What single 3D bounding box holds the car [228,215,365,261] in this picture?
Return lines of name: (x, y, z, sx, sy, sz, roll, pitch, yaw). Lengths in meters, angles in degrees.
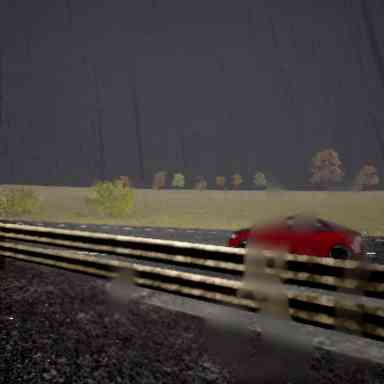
car: (3.275, 1.463, 10.857, 4.181, 1.385, 1.994, 0, 0, 22)
